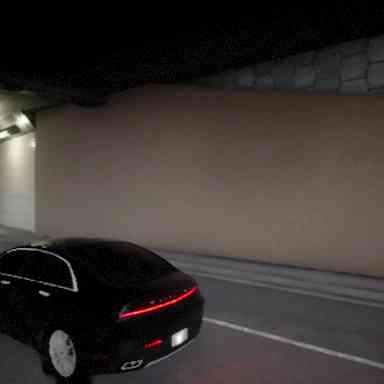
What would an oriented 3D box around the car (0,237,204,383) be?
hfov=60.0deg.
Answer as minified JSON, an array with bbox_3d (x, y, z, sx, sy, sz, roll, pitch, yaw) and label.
[{"bbox_3d":[-2.108,1.500,5.429,4.892,1.490,1.837,0,0,36],"label":"car"}]
